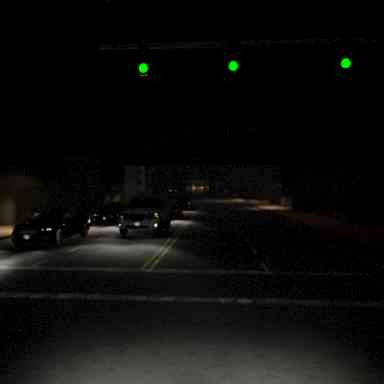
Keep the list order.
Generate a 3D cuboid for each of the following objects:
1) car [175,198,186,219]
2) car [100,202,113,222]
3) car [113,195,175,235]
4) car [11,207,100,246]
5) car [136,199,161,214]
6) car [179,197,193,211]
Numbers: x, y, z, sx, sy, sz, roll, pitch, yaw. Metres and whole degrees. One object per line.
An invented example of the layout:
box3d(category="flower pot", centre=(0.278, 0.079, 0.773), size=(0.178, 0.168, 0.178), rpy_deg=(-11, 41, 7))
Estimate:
box3d(category="car", centre=(-1.853, 1.534, 28.925), size=(1.812, 1.442, 4.674), rpy_deg=(0, 0, 4))
box3d(category="car", centre=(-5.670, 1.510, 24.552), size=(1.837, 1.490, 4.892), rpy_deg=(0, 0, 4))
box3d(category="car", centre=(-2.536, 1.226, 19.183), size=(2.150, 2.045, 5.566), rpy_deg=(0, 0, 4))
box3d(category="car", centre=(-6.302, 1.494, 15.440), size=(2.128, 1.511, 4.902), rpy_deg=(0, 0, 4))
box3d(category="car", centre=(-4.776, 1.571, 37.311), size=(1.994, 1.385, 4.181), rpy_deg=(0, 0, 4))
box3d(category="car", centre=(-0.992, 1.365, 41.119), size=(2.097, 1.767, 4.553), rpy_deg=(0, 0, 4))
